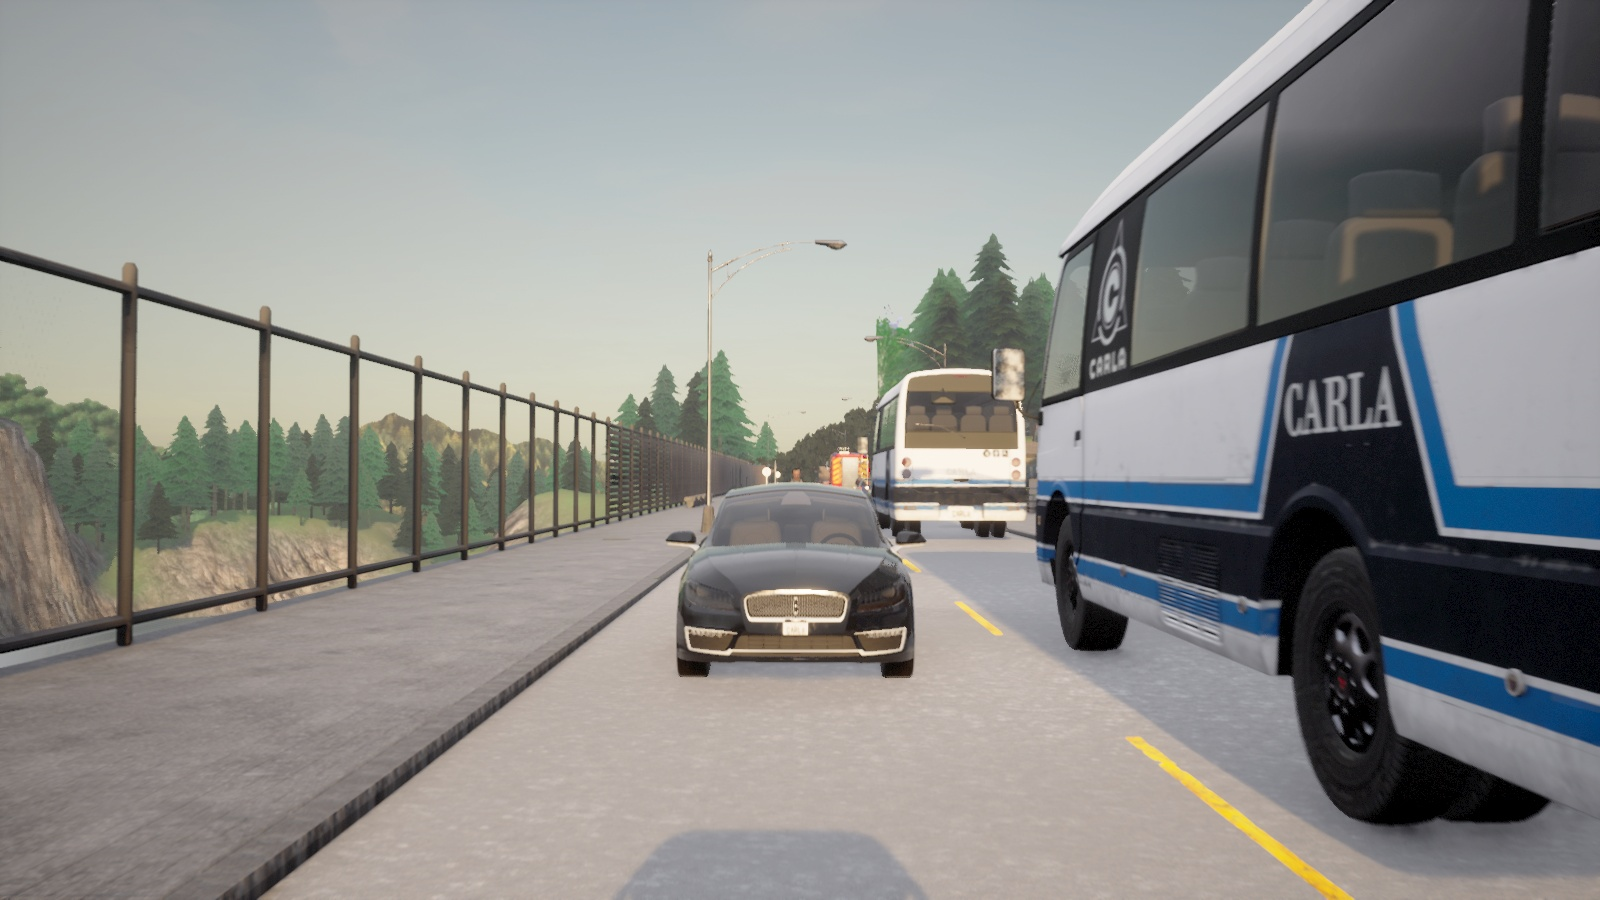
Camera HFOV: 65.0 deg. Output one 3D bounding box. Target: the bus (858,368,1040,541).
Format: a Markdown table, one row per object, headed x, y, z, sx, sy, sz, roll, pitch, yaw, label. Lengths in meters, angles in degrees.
| x | y | z | sx | sy | sz | roll | pitch | yaw | label |
| --- | --- | --- | --- | --- | --- | --- | --- | --- | --- |
| 3.905 | 0.217 | 36.035 | 3.944 | 4.253 | 10.273 | 0 | -1 | 0 | bus |

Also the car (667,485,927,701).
| x | y | z | sx | sy | sz | roll | pitch | yaw | label |
| --- | --- | --- | --- | --- | --- | --- | --- | --- | --- |
| -0.028 | 1.075 | 11.335 | 1.837 | 1.490 | 4.892 | 0 | -1 | 0 | car |

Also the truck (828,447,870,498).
| x | y | z | sx | sy | sz | roll | pitch | yaw | label |
| --- | --- | --- | --- | --- | --- | --- | --- | --- | --- |
| 3.761 | 1.785 | 98.276 | 2.891 | 3.827 | 8.468 | 0 | -1 | 0 | truck |

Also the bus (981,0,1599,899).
| x | y | z | sx | sy | sz | roll | pitch | yaw | label |
| --- | --- | --- | --- | --- | --- | --- | --- | --- | --- |
| 3.973 | -0.383 | 8.560 | 3.944 | 4.253 | 10.273 | 0 | -1 | 0 | bus |
